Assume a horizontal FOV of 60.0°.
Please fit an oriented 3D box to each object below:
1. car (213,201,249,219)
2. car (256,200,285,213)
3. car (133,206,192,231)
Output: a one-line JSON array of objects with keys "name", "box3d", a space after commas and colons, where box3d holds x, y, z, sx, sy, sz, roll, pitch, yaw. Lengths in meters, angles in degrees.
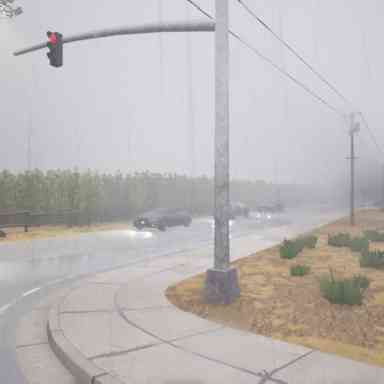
[{"name": "car", "box3d": [3.551, 1.561, 29.432, 1.812, 1.442, 4.674, 0, 0, 32]}, {"name": "car", "box3d": [9.163, 1.582, 38.225, 2.033, 1.411, 5.357, 0, 0, 33]}, {"name": "car", "box3d": [-1.792, 1.599, 21.097, 1.994, 1.385, 4.181, 0, 0, 33]}]
